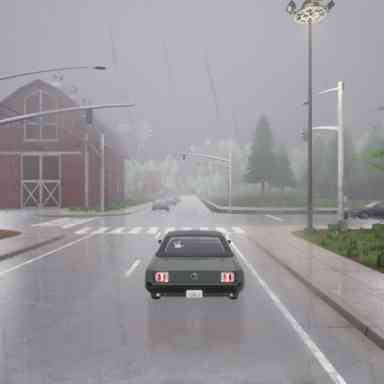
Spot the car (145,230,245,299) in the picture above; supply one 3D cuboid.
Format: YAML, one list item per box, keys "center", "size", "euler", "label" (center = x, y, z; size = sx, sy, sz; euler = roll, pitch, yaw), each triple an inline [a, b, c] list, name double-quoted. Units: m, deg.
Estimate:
- center: [0.066, 1.601, 8.378]
  size: [1.895, 1.301, 4.718]
  euler: [0, 0, 0]
  label: "car"

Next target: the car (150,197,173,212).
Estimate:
- center: [-3.601, 1.526, 38.978]
  size: [1.812, 1.442, 4.674]
  euler: [0, 0, 0]
  label: "car"

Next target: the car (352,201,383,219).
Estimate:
- center: [15.109, 1.500, 27.170]
  size: [4.674, 1.442, 1.812]
  euler: [-1, 0, -1]
  label: "car"

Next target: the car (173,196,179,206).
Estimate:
- center: [-3.594, 1.525, 54.074]
  size: [1.812, 1.442, 4.674]
  euler: [0, 0, 0]
  label: "car"
